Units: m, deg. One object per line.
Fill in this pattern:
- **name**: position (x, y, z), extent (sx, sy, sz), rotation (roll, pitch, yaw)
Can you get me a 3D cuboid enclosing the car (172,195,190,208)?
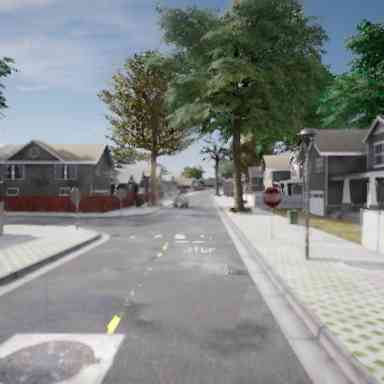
- **car**: position (-1.288, 1.186, 40.340), extent (2.128, 1.511, 4.902), rotation (0, 1, 2)
